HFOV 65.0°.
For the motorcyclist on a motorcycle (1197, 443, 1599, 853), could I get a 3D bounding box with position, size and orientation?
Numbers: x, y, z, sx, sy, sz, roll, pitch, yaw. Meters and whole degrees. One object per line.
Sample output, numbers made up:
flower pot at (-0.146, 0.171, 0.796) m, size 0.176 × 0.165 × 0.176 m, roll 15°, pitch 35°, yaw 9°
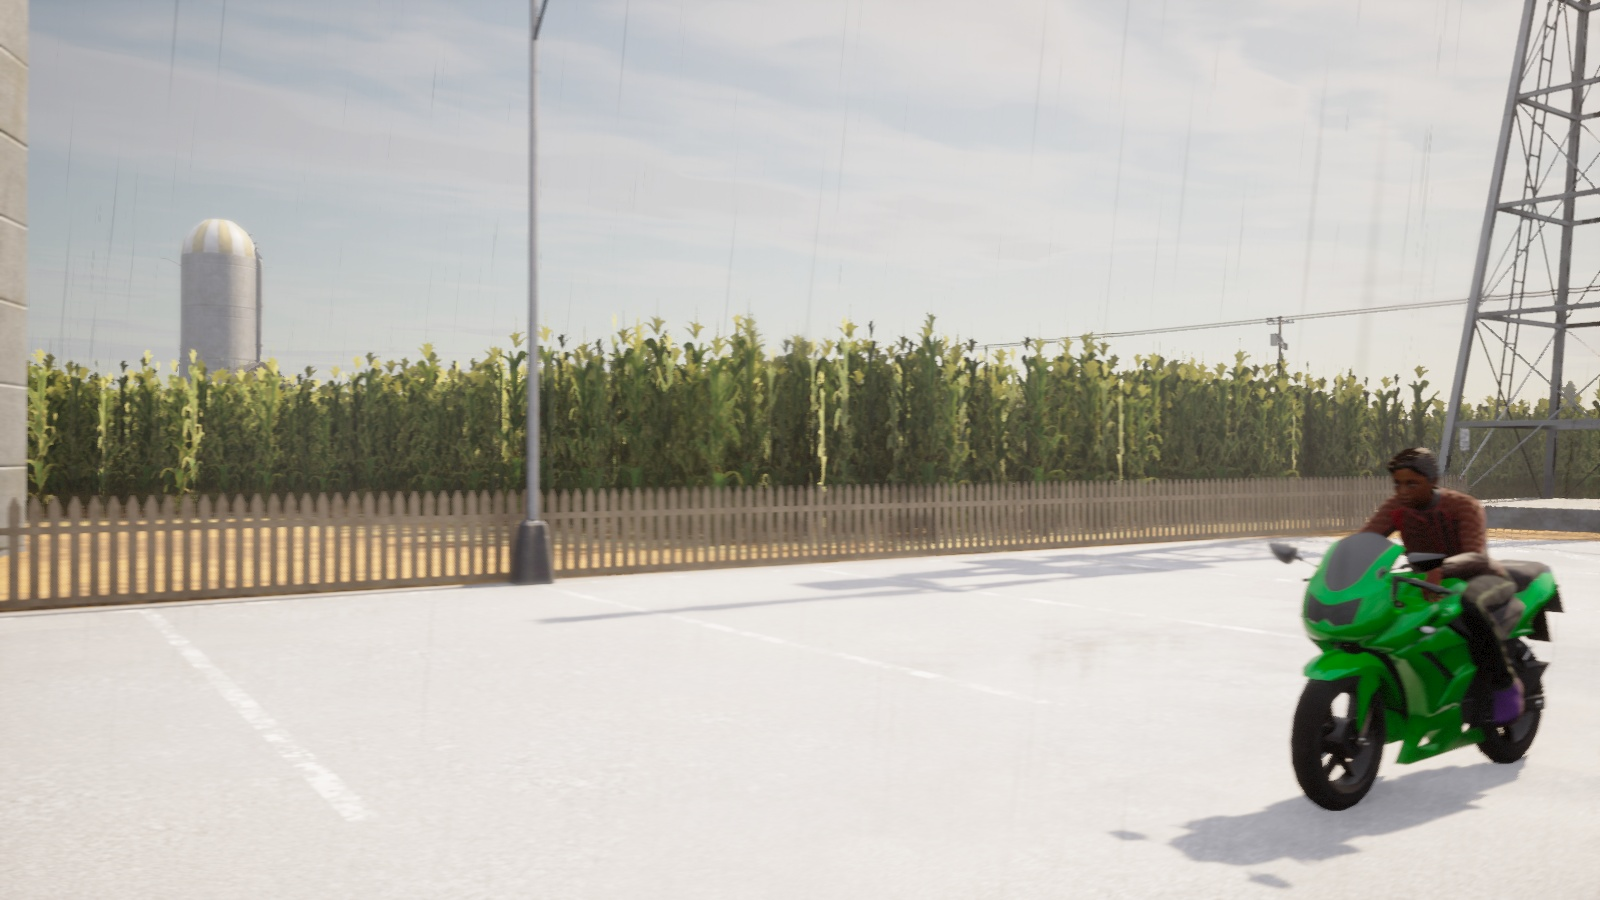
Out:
motorcyclist on a motorcycle at (2.748, 0.735, 5.572) m, size 2.044 × 1.523 × 0.797 m, roll 0°, pitch 0°, yaw -35°
